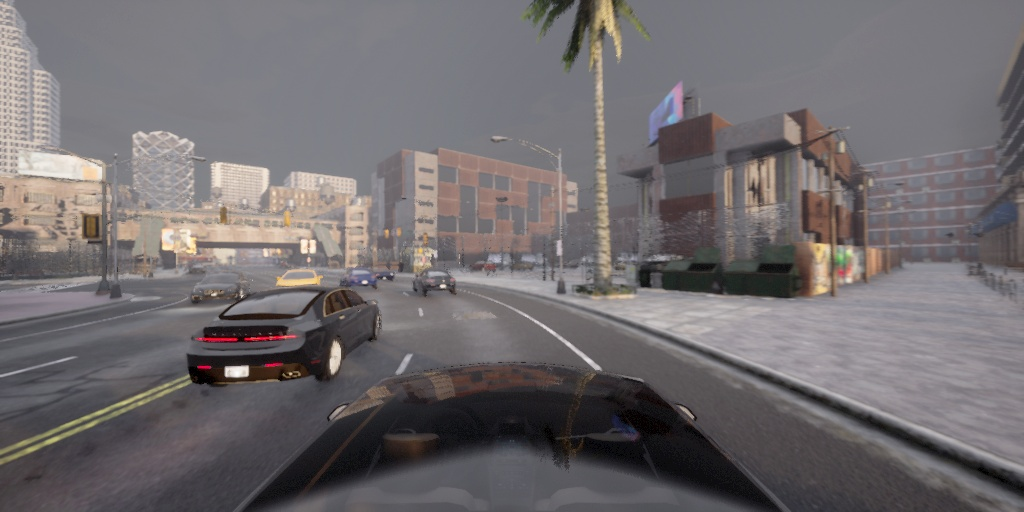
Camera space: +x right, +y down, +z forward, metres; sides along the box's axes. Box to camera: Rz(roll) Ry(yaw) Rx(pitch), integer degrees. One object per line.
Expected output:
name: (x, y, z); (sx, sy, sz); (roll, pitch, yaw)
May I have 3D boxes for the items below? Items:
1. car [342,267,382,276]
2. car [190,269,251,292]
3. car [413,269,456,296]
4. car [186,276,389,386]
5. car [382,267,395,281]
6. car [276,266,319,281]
car: (-10.662, 1.538, 24.875); (1.812, 1.442, 4.674); (0, -1, -33)
car: (-14.880, 1.559, 18.563); (1.837, 1.490, 4.892); (0, 0, -30)
car: (-4.545, 1.446, 20.853); (1.812, 1.442, 4.674); (0, -1, -24)
car: (-4.029, 1.334, 7.260); (1.837, 1.490, 4.892); (0, 0, -7)
car: (-12.541, 1.687, 33.187); (1.895, 1.301, 4.718); (0, 0, -38)
car: (-11.402, 1.464, 19.376); (1.882, 1.535, 5.008); (0, -1, -27)
